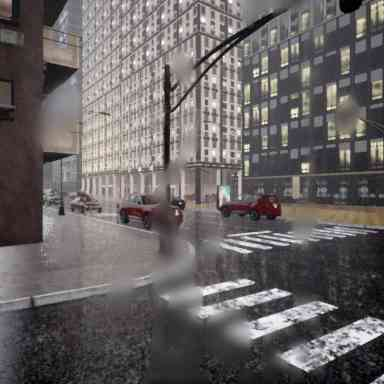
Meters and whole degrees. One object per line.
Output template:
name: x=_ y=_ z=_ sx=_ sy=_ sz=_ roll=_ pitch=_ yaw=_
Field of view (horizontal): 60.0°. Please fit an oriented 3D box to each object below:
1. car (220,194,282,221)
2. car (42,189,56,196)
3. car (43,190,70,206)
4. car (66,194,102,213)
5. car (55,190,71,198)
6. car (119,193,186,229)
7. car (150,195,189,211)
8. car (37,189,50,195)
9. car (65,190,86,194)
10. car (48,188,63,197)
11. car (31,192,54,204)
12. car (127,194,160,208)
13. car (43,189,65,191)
car: x=4.208 y=1.027 z=24.305 sx=2.192 sy=1.841 sz=5.009 roll=1 pitch=0 yaw=-36
car: x=-31.668 y=0.097 z=73.667 sx=1.887 sy=1.381 sz=4.507 roll=1 pitch=0 yaw=-36
car: x=-15.582 y=0.827 z=37.276 sx=2.008 sy=1.369 sz=4.403 roll=2 pitch=0 yaw=-36
car: x=-9.062 y=1.067 z=28.303 sx=1.802 sy=1.307 sz=4.206 roll=2 pitch=0 yaw=-36
car: x=-25.147 y=0.310 z=64.693 sx=1.887 sy=1.381 sz=4.507 roll=1 pitch=0 yaw=-36
car: x=-2.534 y=1.008 z=19.330 sx=2.192 sy=1.841 sz=5.009 roll=2 pitch=0 yaw=-36
car: x=-2.320 y=1.070 z=33.281 sx=1.947 sy=1.339 sz=4.313 roll=1 pitch=0 yaw=-36
car: x=-34.930 y=-0.011 z=78.155 sx=1.887 sy=1.381 sz=4.507 roll=1 pitch=0 yaw=-36
car: x=-16.746 y=0.606 z=48.702 sx=1.837 sy=1.490 sz=4.892 roll=0 pitch=1 yaw=-36
car: x=-28.404 y=0.099 z=69.179 sx=1.967 sy=1.590 sz=4.097 roll=1 pitch=0 yaw=-36
car: x=-18.843 y=0.752 z=41.762 sx=1.802 sy=1.307 sz=4.206 roll=2 pitch=0 yaw=-36
car: x=-5.582 y=0.966 z=37.768 sx=1.947 sy=1.339 sz=4.313 roll=1 pitch=0 yaw=-36
car: x=-25.366 y=0.172 z=60.571 sx=2.097 sy=1.767 sz=4.553 roll=0 pitch=1 yaw=-37
